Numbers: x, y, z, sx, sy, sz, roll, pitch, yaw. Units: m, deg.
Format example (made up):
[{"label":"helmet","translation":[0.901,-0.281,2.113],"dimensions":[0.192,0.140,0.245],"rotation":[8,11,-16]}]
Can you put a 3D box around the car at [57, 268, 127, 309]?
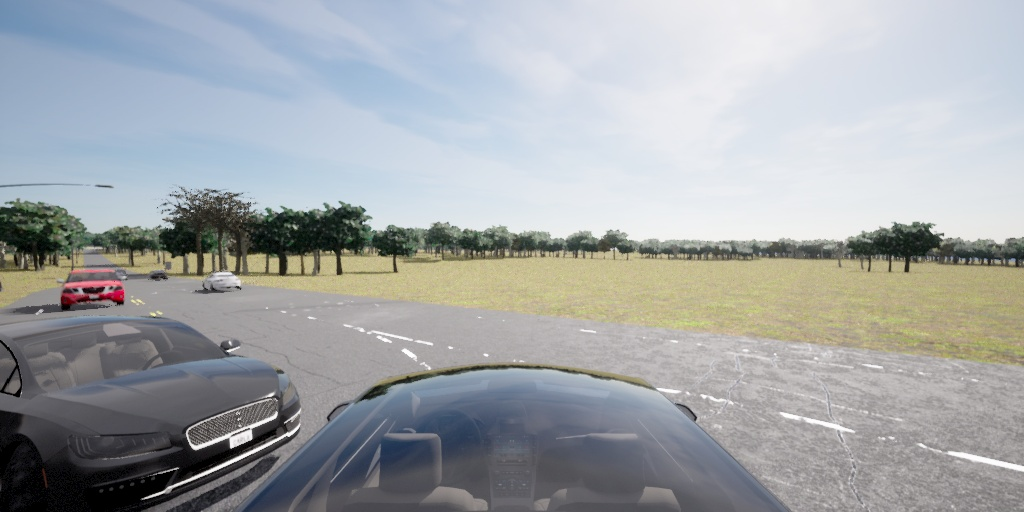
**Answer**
[{"label":"car","translation":[-23.120,1.752,19.789],"dimensions":[5.566,2.045,2.150],"rotation":[-1,0,40]}]

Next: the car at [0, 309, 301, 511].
[{"label":"car","translation":[-4.624,1.446,3.943],"dimensions":[4.892,1.490,1.837],"rotation":[-3,-3,20]}]

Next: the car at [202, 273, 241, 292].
[{"label":"car","translation":[-23.935,2.099,29.587],"dimensions":[4.674,1.442,1.812],"rotation":[-2,0,40]}]
